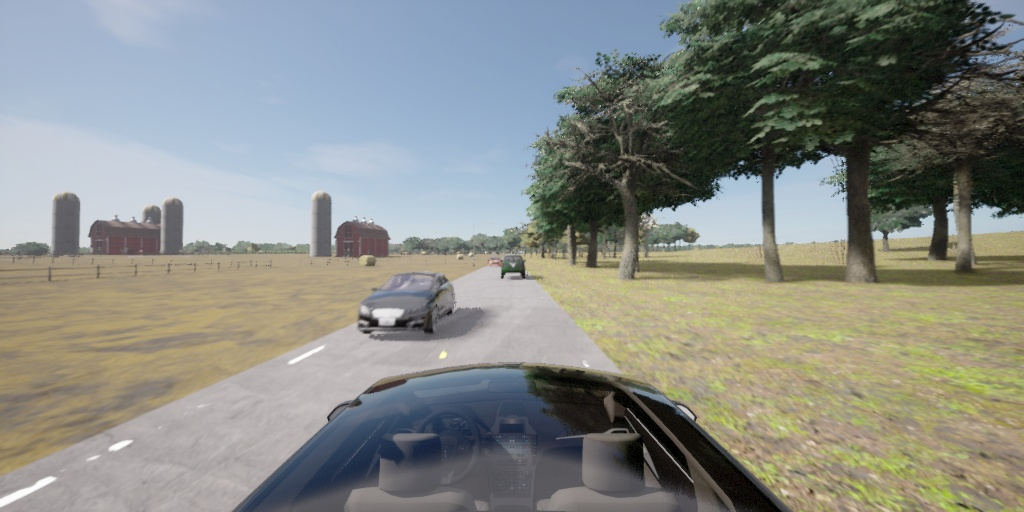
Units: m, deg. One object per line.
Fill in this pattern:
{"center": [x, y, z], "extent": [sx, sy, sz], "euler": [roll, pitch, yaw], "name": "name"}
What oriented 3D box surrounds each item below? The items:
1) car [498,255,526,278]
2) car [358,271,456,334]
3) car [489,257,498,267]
{"center": [0.101, 0.908, 32.936], "extent": [2.150, 2.045, 5.566], "euler": [0, 0, 0], "name": "car"}
{"center": [-2.849, 1.229, 10.624], "extent": [2.128, 1.511, 4.902], "euler": [0, 0, 0], "name": "car"}
{"center": [-2.782, 0.975, 61.747], "extent": [2.097, 1.767, 4.553], "euler": [0, 0, 1], "name": "car"}
